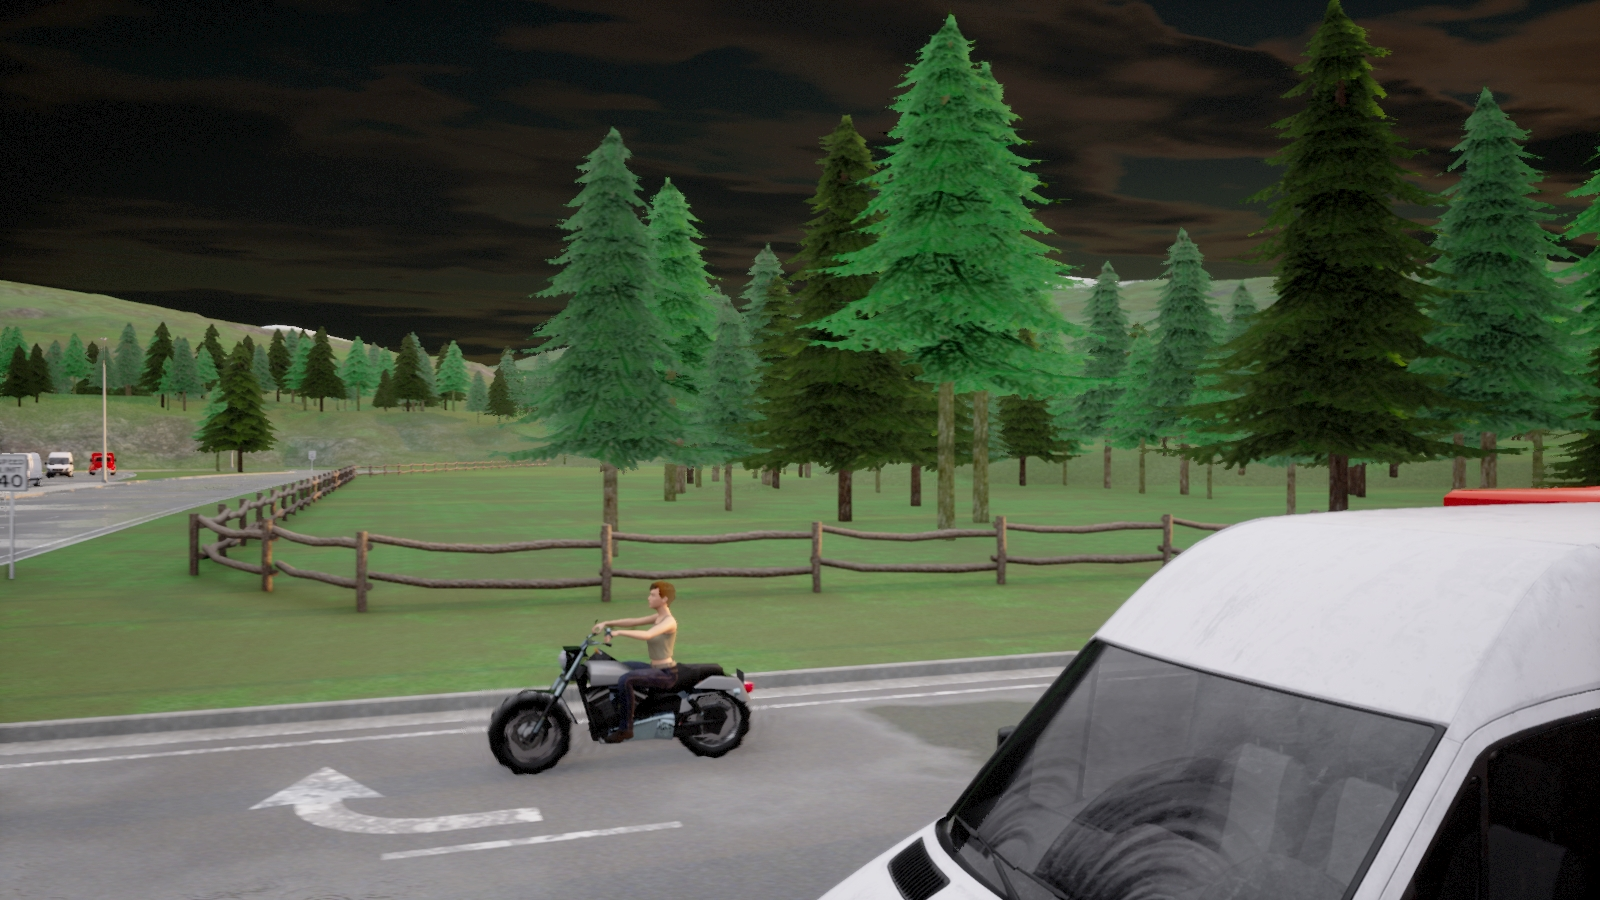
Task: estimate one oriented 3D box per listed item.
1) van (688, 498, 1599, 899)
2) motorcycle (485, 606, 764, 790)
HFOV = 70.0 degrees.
[{"bbox_3d":[2.703,1.534,4.374,5.915,2.561,1.988,0,0,-21],"label":"van"},{"bbox_3d":[-1.564,2.154,10.186,2.356,1.307,0.764,0,0,-19],"label":"motorcycle"}]
